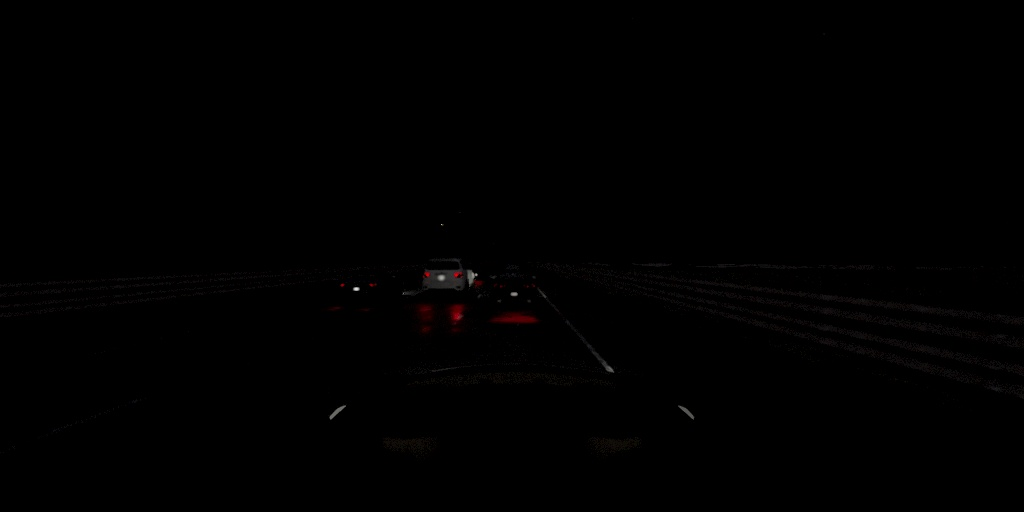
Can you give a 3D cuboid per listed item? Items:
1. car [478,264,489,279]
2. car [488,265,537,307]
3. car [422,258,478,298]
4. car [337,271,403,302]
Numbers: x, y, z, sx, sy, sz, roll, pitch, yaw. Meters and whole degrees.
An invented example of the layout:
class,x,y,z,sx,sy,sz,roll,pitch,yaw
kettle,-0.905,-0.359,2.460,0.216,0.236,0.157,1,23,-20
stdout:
class,x,y,z,sx,sy,sz,roll,pitch,yaw
car,-3.408,1.565,36.559,1.837,1.490,4.892,0,-1,0
car,0.094,1.354,16.444,1.882,1.535,5.008,0,0,0
car,-3.400,1.129,19.976,2.150,2.045,5.566,0,0,0
car,-6.906,1.452,17.892,1.994,1.385,4.181,0,-1,0
